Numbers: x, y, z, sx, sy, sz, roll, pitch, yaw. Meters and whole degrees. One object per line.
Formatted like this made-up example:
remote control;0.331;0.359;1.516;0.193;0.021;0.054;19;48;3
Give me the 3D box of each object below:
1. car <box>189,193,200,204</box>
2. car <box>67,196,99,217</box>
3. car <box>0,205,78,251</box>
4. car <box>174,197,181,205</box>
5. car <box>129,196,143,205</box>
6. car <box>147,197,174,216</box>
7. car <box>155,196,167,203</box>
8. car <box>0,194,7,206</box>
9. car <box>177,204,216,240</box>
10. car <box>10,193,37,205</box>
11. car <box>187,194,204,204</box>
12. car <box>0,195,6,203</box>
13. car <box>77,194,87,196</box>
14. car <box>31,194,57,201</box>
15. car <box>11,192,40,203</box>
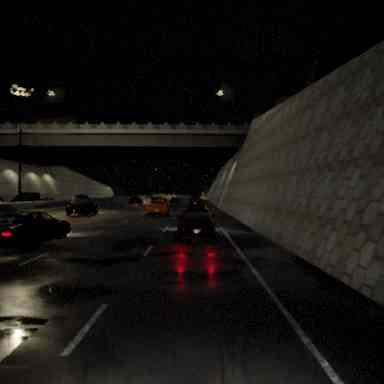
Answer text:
car;0.561;1.356;69.691;2.150;2.045;5.566;1;0;1
car;-10.167;1.427;31.092;2.128;1.511;4.902;1;0;0
car;-6.811;1.492;13.716;2.033;1.411;5.357;1;0;0
car;-3.031;1.618;59.273;2.033;1.411;5.357;1;0;0
car;-10.027;1.515;59.748;1.812;1.442;4.674;1;0;0
car;-3.155;1.499;32.459;1.882;1.535;5.008;1;0;0
car;-6.441;1.494;69.749;1.895;1.301;4.718;1;0;1
car;-27.654;1.109;45.540;2.097;1.767;4.553;1;0;1
car;0.217;1.559;17.116;1.812;1.442;4.674;1;0;0
car;-27.592;1.128;54.651;2.097;1.767;4.553;1;0;1
car;0.436;1.434;43.185;2.097;1.767;4.553;1;0;0
car;-20.817;1.036;32.150;2.150;2.045;5.566;1;0;1
car;-20.512;1.224;61.445;2.097;1.767;4.553;1;-1;1
car;-20.640;1.408;47.593;1.994;1.385;4.181;1;0;1
car;-24.119;1.028;48.692;2.150;2.045;5.566;1;0;1
